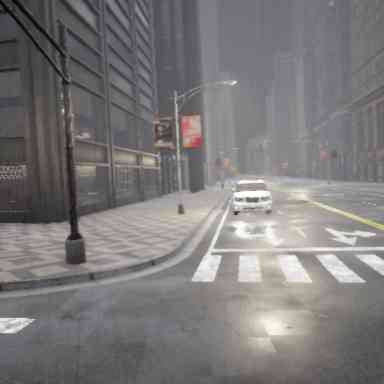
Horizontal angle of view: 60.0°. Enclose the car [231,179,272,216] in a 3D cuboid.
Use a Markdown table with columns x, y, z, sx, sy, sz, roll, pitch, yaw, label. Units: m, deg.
| x | y | z | sx | sy | sz | roll | pitch | yaw | label |
| --- | --- | --- | --- | --- | --- | --- | --- | --- | --- |
| 3.700 | 0.268 | 20.877 | 2.150 | 2.045 | 5.566 | -2 | 3 | 9 | car |
